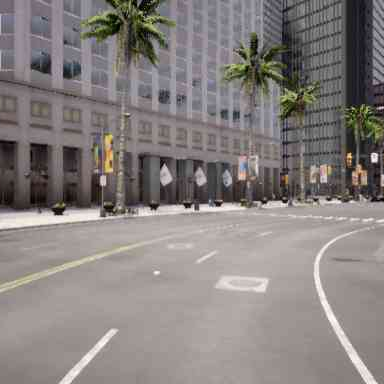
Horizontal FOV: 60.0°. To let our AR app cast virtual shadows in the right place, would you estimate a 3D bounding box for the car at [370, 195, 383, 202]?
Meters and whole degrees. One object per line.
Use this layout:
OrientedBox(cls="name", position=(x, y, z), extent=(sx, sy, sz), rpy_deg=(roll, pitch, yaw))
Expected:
OrientedBox(cls="car", position=(40.421, 1.490, 72.304), extent=(2.161, 1.482, 4.786), rpy_deg=(0, 0, 44))
